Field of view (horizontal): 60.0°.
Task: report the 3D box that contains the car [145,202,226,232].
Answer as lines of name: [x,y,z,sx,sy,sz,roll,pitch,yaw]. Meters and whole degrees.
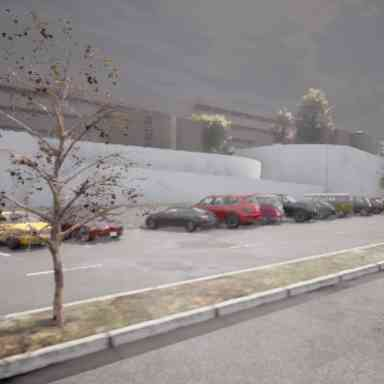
car: [-0.666,1.506,19.807,4.674,1.452,2.002,-1,0,35]

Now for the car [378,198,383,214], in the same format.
car: [16.343,1.359,31.923,4.674,1.452,2.002,-1,0,35]

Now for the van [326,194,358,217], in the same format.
van: [11.381,1.139,28.531,4.442,1.987,1.878,-1,0,35]

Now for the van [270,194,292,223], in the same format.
van: [4.290,1.201,23.213,4.442,1.987,1.878,-1,-1,35]

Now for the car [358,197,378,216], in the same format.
car: [13.935,1.215,30.179,4.553,1.767,2.185,-1,0,34]

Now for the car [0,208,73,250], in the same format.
car: [-7.804,1.489,14.515,5.366,1.575,1.946,-1,-1,35]

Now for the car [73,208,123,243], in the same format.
car: [-5.504,1.519,16.331,4.792,1.488,2.163,-1,-1,35]

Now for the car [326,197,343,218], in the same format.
car: [9.057,1.386,26.731,4.892,1.521,2.231,-1,0,35]

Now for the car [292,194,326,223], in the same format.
car: [6.647,1.155,24.995,5.566,2.045,2.435,-1,-1,35]

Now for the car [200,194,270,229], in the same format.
car: [1.733,1.199,21.557,5.566,2.045,2.435,-1,0,35]
